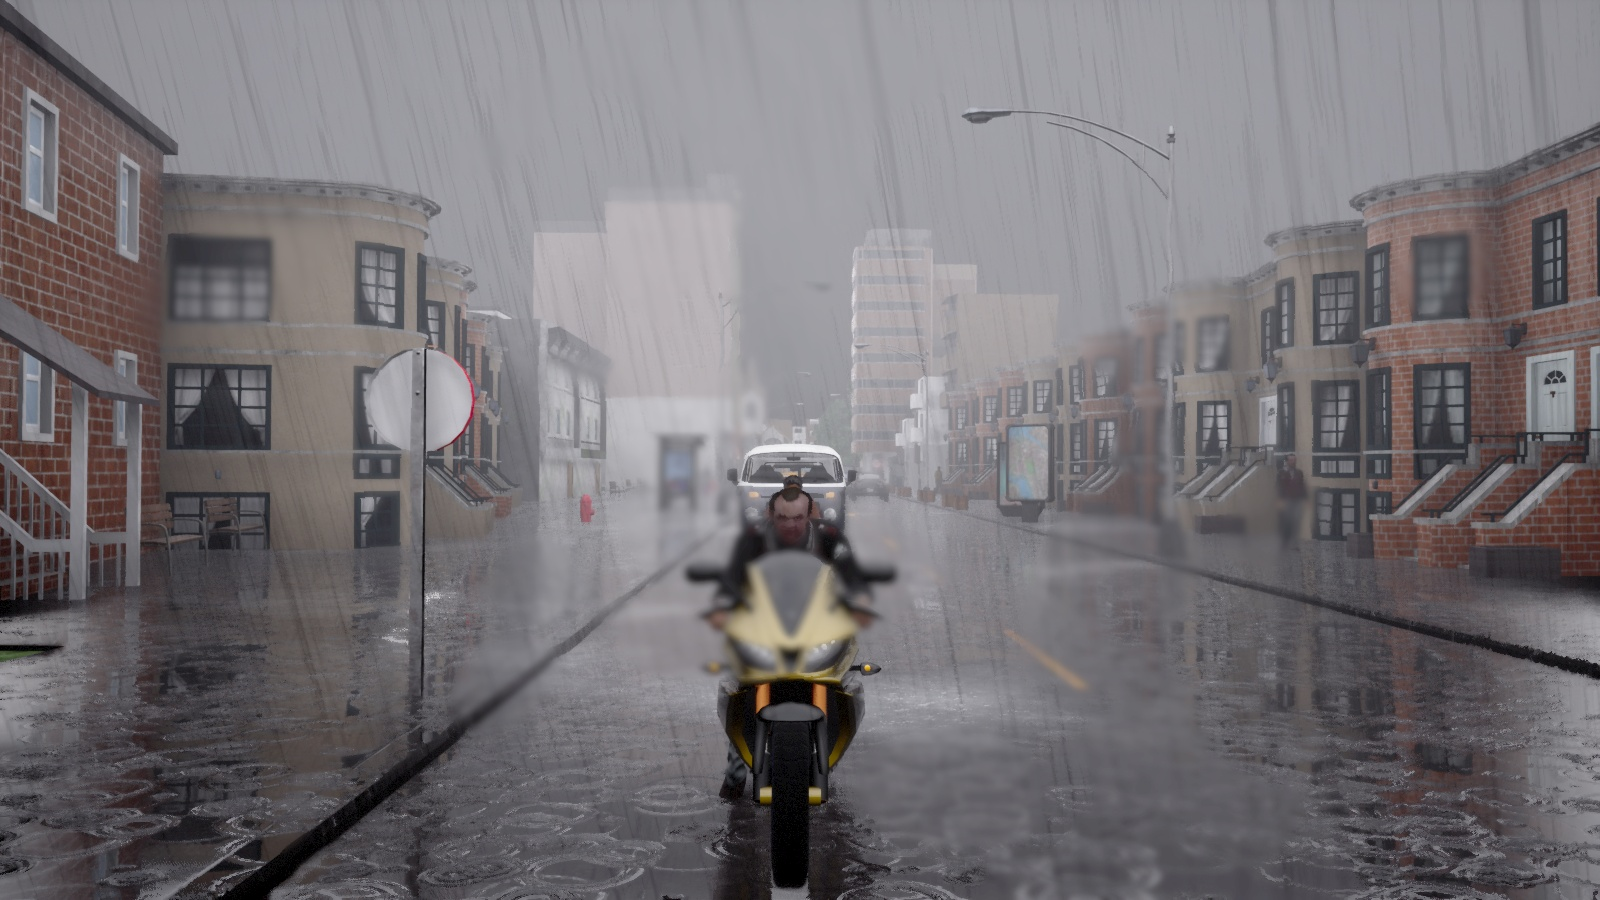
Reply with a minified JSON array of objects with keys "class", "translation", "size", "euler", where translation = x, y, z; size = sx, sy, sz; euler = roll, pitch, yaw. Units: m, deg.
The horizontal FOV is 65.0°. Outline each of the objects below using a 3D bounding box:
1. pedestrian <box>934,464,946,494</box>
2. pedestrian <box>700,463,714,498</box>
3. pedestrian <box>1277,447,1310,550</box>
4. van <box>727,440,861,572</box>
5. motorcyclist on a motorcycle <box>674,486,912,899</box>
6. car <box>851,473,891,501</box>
[{"class":"pedestrian","translation":[8.561,1.779,76.935],"size":[0.431,1.840,0.709],"euler":[0,-1,-19]},{"class":"pedestrian","translation":[-5.238,1.727,70.541],"size":[0.659,1.952,0.873],"euler":[0,-1,3]},{"class":"pedestrian","translation":[9.045,0.874,23.014],"size":[0.376,1.854,0.720],"euler":[0,-1,6]},{"class":"van","translation":[-0.106,0.902,21.712],"size":[2.069,2.038,4.480],"euler":[0,-1,0]},{"class":"motorcyclist on a motorcycle","translation":[-0.032,0.945,5.682],"size":[0.866,1.530,2.191],"euler":[0,-1,0]},{"class":"car","translation":[3.694,1.937,66.343],"size":[1.812,1.442,4.674],"euler":[0,-1,0]}]
